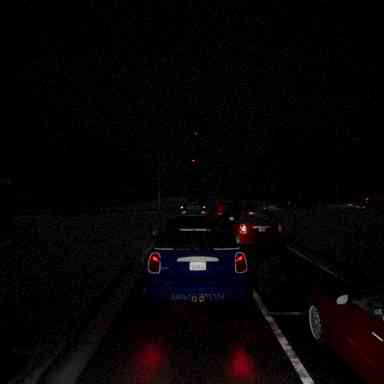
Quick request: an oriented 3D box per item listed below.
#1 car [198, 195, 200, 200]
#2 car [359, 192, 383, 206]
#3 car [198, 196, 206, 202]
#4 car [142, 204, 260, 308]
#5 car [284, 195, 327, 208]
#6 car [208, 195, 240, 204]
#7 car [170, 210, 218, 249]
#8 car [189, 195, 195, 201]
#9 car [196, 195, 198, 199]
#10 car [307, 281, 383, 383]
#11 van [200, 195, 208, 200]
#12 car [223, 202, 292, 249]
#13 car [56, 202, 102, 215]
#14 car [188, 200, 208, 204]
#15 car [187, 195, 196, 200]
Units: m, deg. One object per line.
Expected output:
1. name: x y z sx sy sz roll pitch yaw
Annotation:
1. car: 2.602 1.365 56.930 2.192 1.841 5.009 -1 0 0
2. car: 22.507 0.764 39.871 4.553 1.767 2.097 -1 1 0
3. car: 2.595 1.663 83.962 1.887 1.381 4.507 -1 0 0
4. car: 0.066 1.352 8.106 2.097 1.767 4.553 0 0 -1
5. car: 13.555 1.132 39.866 4.892 1.490 1.837 -1 1 0
6. car: 2.616 1.323 25.162 2.192 1.841 5.009 -1 0 0
7. car: 0.088 1.602 15.441 1.895 1.301 4.718 0 0 0
8. car: -0.035 1.668 92.052 1.812 1.442 4.674 0 0 0
9. car: 2.597 1.653 78.555 2.008 1.369 4.403 -1 0 0
10. car: 2.628 1.581 3.553 1.802 1.307 4.206 -1 0 0
11. van: 2.605 1.381 51.524 1.690 1.788 3.998 -1 0 0
12. car: 2.622 1.441 14.358 1.967 1.590 4.097 -1 0 0
13. car: -12.476 1.826 36.895 4.902 1.511 2.128 -2 1 1
14. car: 0.092 1.572 25.453 1.994 1.385 4.181 0 0 -1
15. car: -0.031 1.633 80.402 2.128 1.511 4.902 0 0 0
